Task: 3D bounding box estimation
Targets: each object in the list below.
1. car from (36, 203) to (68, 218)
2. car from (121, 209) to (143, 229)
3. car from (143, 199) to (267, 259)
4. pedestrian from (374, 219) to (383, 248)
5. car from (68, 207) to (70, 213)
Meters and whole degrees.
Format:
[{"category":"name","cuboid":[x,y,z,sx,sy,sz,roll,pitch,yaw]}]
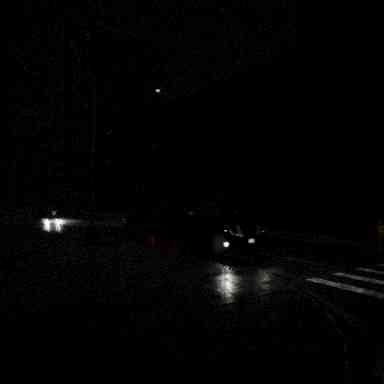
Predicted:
[{"category":"car","cuboid":[-15.235,1.968,35.393,2.128,1.511,4.902,1,-2,-35]},{"category":"car","cuboid":[-3.301,1.871,23.613,1.895,1.301,4.718,1,-2,-35]},{"category":"car","cuboid":[0.388,1.300,13.331,2.150,2.045,5.566,1,-1,-35]},{"category":"pedestrian","cuboid":[7.544,1.666,13.357,0.500,1.100,0.500,1,0,-35]},{"category":"car","cuboid":[-17.703,2.222,43.912,2.033,1.411,5.357,1,-2,-35]}]
